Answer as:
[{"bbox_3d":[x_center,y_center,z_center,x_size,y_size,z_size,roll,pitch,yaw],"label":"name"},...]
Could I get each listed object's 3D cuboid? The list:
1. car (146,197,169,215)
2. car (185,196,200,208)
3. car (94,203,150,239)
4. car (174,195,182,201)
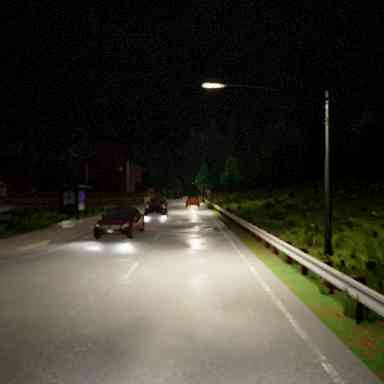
[{"bbox_3d":[-3.502,1.360,33.801,2.097,1.767,4.553,0,0,0],"label":"car"},{"bbox_3d":[0.106,1.366,49.129,2.097,1.767,4.553,0,0,0],"label":"car"},{"bbox_3d":[-3.662,1.531,17.585,1.812,1.442,4.674,0,0,3],"label":"car"},{"bbox_3d":[-3.489,1.422,84.615,1.882,1.535,5.008,0,0,0],"label":"car"}]
